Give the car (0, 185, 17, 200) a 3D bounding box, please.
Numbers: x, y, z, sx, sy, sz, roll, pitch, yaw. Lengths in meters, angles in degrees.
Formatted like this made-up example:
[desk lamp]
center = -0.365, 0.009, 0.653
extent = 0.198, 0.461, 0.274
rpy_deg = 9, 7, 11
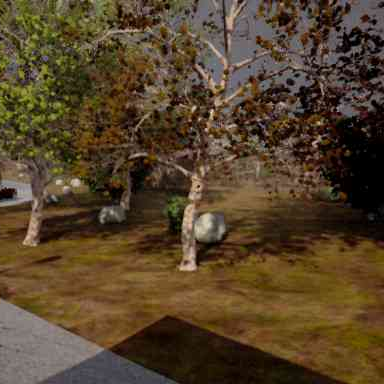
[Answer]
[car]
center = -15.817, -0.070, 26.267
extent = 1.882, 1.535, 5.008
rpy_deg = 5, 4, -1
